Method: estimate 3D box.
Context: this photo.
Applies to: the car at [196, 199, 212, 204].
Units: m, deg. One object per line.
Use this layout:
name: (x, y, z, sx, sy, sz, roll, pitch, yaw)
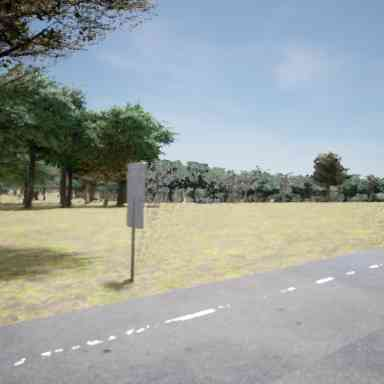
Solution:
car: (2.880, 2.328, 79.963, 1.895, 1.301, 4.718, 2, -2, -30)
